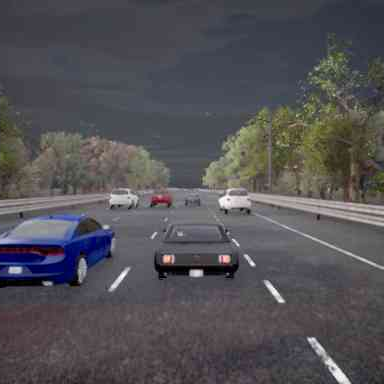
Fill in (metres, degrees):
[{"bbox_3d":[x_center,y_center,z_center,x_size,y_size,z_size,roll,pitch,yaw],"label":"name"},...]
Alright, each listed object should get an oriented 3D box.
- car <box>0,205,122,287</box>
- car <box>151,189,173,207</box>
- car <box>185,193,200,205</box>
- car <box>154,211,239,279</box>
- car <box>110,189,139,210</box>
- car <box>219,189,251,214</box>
[{"bbox_3d":[-3.400,1.331,8.876,1.882,1.535,5.008,0,0,0],"label":"car"},{"bbox_3d":[-3.402,0.626,37.978,2.150,2.045,5.566,0,0,0],"label":"car"},{"bbox_3d":[0.097,0.836,42.072,2.128,1.511,4.902,0,1,0],"label":"car"},{"bbox_3d":[0.100,1.444,9.442,1.895,1.301,4.718,0,1,0],"label":"car"},{"bbox_3d":[-6.903,0.681,34.288,2.150,2.045,5.566,0,0,0],"label":"car"},{"bbox_3d":[3.616,0.761,28.754,2.150,2.045,5.566,0,0,-2],"label":"car"}]
